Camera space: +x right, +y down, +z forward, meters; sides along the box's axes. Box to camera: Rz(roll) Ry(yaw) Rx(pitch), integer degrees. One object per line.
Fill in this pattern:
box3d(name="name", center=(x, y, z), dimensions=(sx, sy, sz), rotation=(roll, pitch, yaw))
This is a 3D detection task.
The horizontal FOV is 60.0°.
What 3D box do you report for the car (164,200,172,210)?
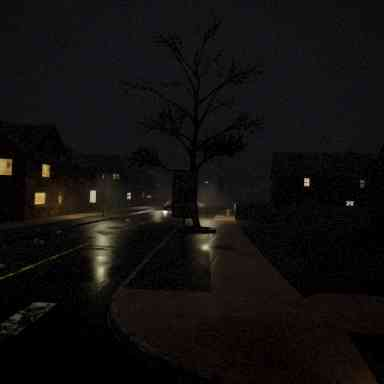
box3d(name="car", center=(-2.676, 1.921, 47.832), dimensions=(2.033, 1.411, 5.357), rotation=(2, 0, 8))
